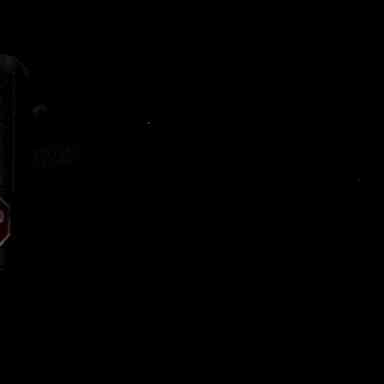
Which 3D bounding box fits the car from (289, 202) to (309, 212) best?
[{"bbox_3d":[15.656,2.145,48.866,2.033,1.411,5.357,0,0,36],"label":"car"}]
